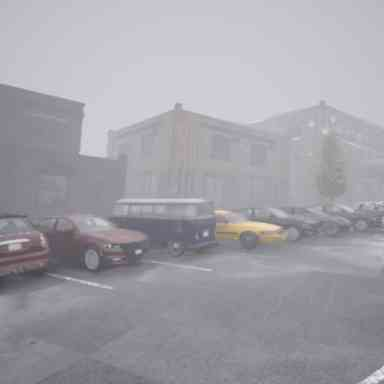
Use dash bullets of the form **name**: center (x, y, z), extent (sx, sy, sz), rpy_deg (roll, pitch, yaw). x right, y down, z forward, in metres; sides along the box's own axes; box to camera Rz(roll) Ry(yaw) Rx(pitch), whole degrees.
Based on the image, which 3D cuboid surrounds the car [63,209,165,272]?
- **car**: center (-3.590, 1.460, 10.804), extent (5.008, 1.535, 2.097), rpy_deg (-1, -1, 34)

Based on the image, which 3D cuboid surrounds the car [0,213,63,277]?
- **car**: center (-5.939, 1.346, 9.027), extent (4.553, 1.767, 2.185), rpy_deg (-1, 0, 34)

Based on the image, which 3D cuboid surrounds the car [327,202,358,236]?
- **car**: center (5.910, 1.441, 17.736), extent (4.792, 1.488, 2.163), rpy_deg (-1, -1, 34)

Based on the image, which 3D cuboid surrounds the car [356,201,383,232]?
- **car**: center (8.252, 1.400, 19.493), extent (5.008, 1.535, 2.097), rpy_deg (-1, -1, 34)

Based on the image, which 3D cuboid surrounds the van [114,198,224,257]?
- **van**: center (-1.318, 1.224, 12.609), extent (4.442, 1.987, 1.878), rpy_deg (-1, 0, 34)

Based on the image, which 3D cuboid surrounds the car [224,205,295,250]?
- **car**: center (1.305, 1.430, 14.178), extent (5.366, 1.575, 1.946), rpy_deg (-1, -1, 34)

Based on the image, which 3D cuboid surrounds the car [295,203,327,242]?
- **car**: center (3.512, 1.424, 16.025), extent (5.008, 1.535, 2.097), rpy_deg (-1, -1, 34)
